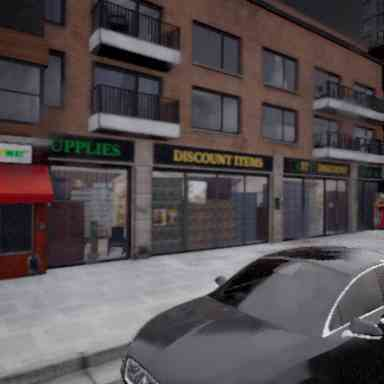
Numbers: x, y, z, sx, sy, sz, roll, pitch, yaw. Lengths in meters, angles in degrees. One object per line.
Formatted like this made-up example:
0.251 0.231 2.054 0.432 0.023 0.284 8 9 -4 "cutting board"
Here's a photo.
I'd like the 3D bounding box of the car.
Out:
1.547 1.525 4.173 4.892 1.490 1.837 0 0 -35 "car"
